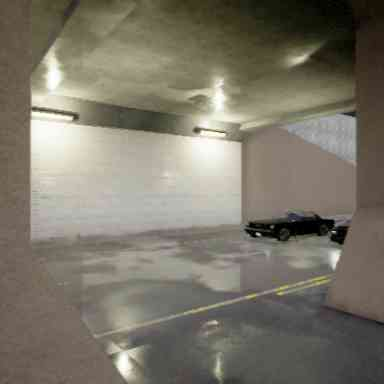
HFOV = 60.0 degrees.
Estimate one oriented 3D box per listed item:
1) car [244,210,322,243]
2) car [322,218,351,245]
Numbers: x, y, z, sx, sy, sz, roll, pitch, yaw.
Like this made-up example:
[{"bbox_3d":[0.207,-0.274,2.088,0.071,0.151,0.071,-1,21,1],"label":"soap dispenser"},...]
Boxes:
[{"bbox_3d":[4.731,1.554,15.967,4.718,1.301,1.895,0,0,-35],"label":"car"},{"bbox_3d":[8.077,1.494,14.055,5.357,1.411,2.033,0,0,-36],"label":"car"}]
